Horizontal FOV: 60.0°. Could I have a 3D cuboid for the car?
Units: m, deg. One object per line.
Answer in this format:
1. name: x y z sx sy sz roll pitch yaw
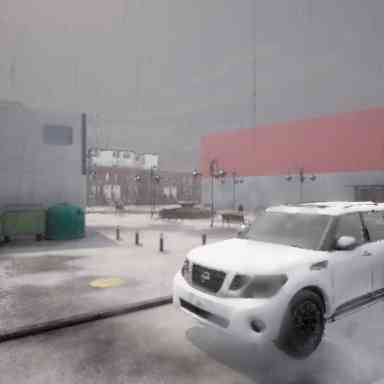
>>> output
1. car: 2.357 1.235 6.388 5.566 2.045 2.150 0 0 -36
